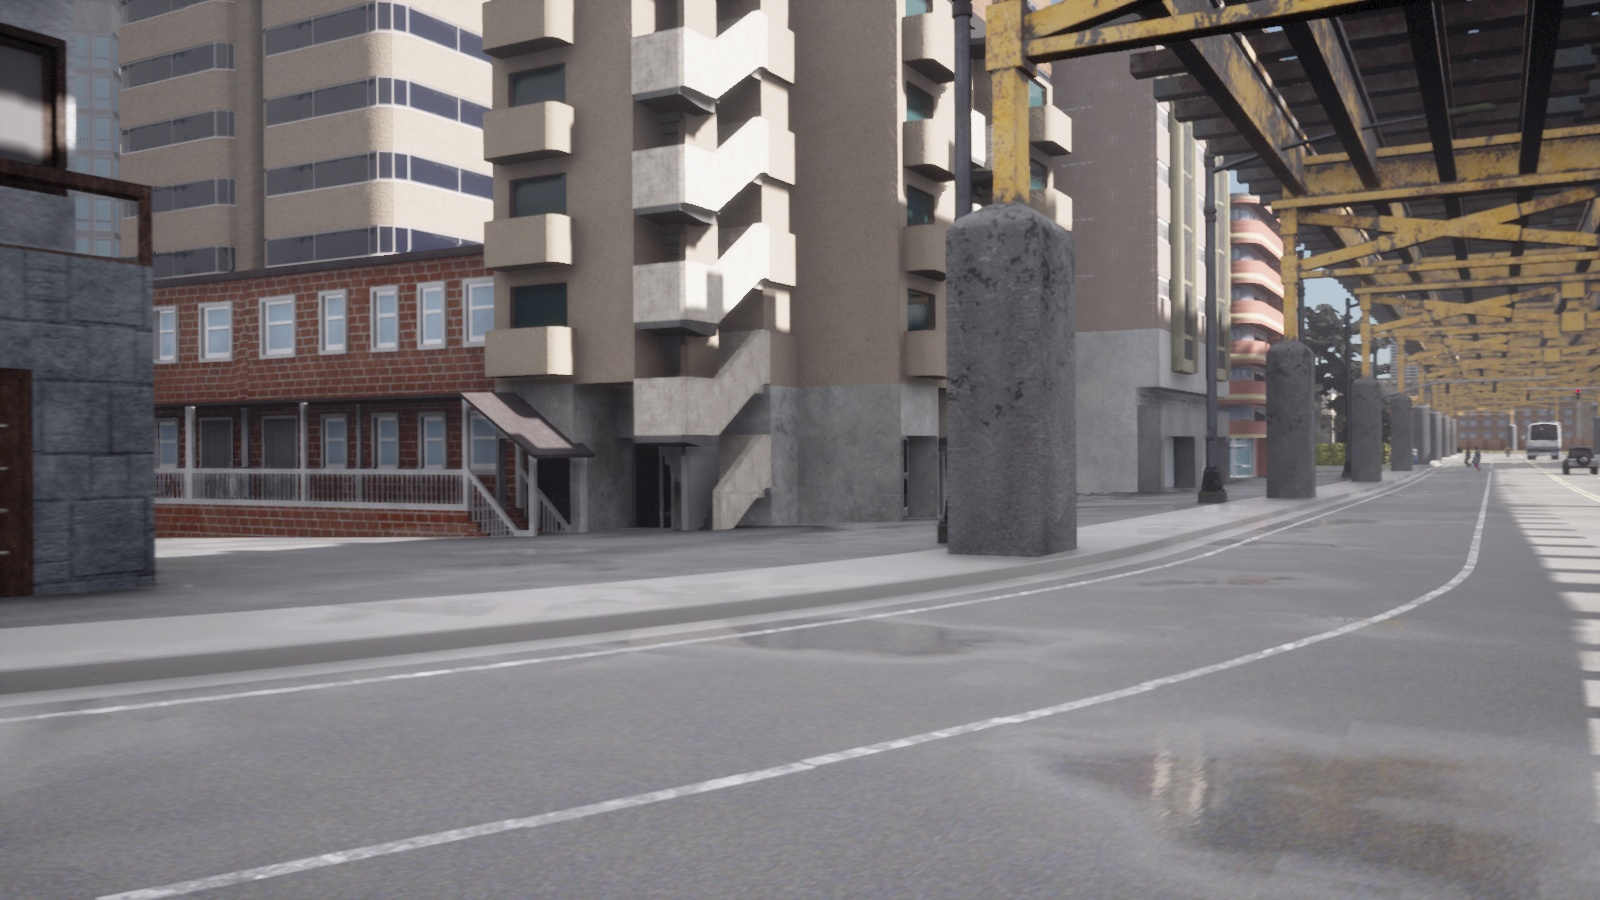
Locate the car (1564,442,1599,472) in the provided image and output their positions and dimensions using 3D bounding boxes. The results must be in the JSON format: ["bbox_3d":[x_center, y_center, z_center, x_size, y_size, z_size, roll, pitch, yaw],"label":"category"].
[{"bbox_3d":[51.386,0.436,82.435,1.905,1.878,3.866,-1,0,29],"label":"car"}]
